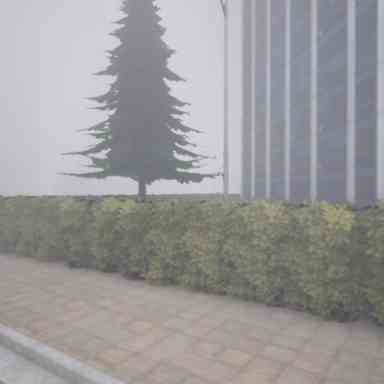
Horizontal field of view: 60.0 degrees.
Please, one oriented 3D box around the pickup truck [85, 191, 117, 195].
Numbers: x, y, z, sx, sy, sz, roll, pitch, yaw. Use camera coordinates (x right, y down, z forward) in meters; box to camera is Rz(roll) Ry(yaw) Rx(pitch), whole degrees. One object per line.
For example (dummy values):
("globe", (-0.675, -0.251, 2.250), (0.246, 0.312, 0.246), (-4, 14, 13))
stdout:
("pickup truck", (-15.341, 0.944, 57.358), (6.274, 2.098, 2.390), (0, 0, -24))
